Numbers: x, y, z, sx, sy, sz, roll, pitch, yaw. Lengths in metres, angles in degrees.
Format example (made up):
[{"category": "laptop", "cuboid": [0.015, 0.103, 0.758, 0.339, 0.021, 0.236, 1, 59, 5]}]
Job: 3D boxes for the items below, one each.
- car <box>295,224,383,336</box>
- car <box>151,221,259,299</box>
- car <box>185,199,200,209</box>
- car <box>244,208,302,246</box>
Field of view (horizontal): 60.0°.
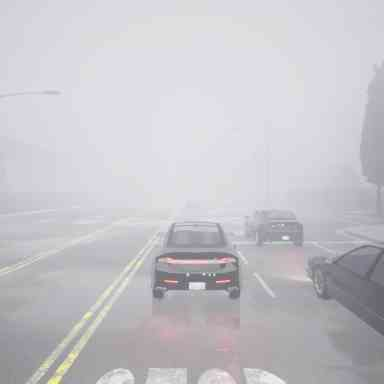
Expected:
[{"category": "car", "cuboid": [3.593, 1.547, 5.410, 2.033, 1.411, 5.357, 0, 0, 0]}, {"category": "car", "cuboid": [0.089, 1.492, 8.459, 2.128, 1.511, 4.902, 0, 0, 0]}, {"category": "car", "cuboid": [0.038, 1.601, 44.070, 1.895, 1.301, 4.718, 0, 0, 0]}, {"category": "car", "cuboid": [3.579, 1.505, 15.157, 1.837, 1.490, 4.892, 0, 0, 0]}]
